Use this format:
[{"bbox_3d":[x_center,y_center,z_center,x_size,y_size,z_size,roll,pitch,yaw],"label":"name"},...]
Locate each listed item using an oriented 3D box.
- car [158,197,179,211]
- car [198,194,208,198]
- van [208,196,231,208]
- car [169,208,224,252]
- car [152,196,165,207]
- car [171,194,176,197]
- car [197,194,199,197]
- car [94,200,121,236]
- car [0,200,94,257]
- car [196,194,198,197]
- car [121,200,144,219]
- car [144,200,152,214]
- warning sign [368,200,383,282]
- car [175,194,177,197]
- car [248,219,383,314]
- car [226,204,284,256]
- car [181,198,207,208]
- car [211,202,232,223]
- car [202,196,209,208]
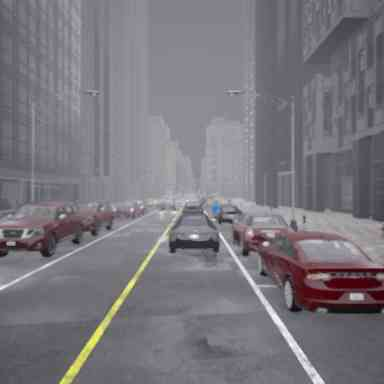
[{"bbox_3d":[-3.078,1.685,43.867,1.812,1.442,4.674,0,-1,0],"label":"car"},{"bbox_3d":[2.683,1.553,58.373,2.192,1.841,5.009,0,0,0],"label":"car"},{"bbox_3d":[2.675,1.438,30.181,1.690,1.788,3.998,0,0,0],"label":"van"},{"bbox_3d":[0.090,1.606,14.164,1.994,1.385,4.181,0,0,0],"label":"car"},{"bbox_3d":[-5.852,1.731,52.552,1.752,1.417,4.829,0,-1,1],"label":"car"},{"bbox_3d":[-5.834,1.941,86.596,1.802,1.307,4.206,0,0,0],"label":"car"},{"bbox_3d":[2.684,1.581,64.013,2.192,1.841,5.009,0,0,0],"label":"car"},{"bbox_3d":[-5.852,1.372,18.919,2.192,1.841,5.009,0,0,0],"label":"car"},{"bbox_3d":[-5.854,1.355,13.280,2.192,1.841,5.009,0,0,0],"label":"car"},{"bbox_3d":[2.693,1.817,92.210,1.967,1.590,4.097,0,0,0],"label":"car"},{"bbox_3d":[-5.850,1.537,30.198,1.967,1.590,4.097,0,0,0],"label":"car"},{"bbox_3d":[-5.849,1.561,35.836,1.967,1.590,4.097,0,0,0],"label":"car"},{"bbox_3d":[5.070,1.139,7.837,1.300,1.860,1.060,0,0,0],"label":"warning sign"},{"bbox_3d":[-5.833,1.817,92.237,1.967,1.590,4.097,0,0,0],"label":"car"},{"bbox_3d":[2.670,1.567,7.624,1.887,1.381,4.507,0,0,0],"label":"car"},{"bbox_3d":[2.672,1.479,13.263,1.967,1.590,4.097,0,0,0],"label":"car"},{"bbox_3d":[0.095,1.599,29.513,1.837,1.490,4.892,0,0,0],"label":"car"},{"bbox_3d":[2.674,1.641,24.541,1.947,1.339,4.313,0,0,0],"label":"car"},{"bbox_3d":[2.680,1.704,47.304,1.752,1.417,4.829,0,-1,1],"label":"car"}]
